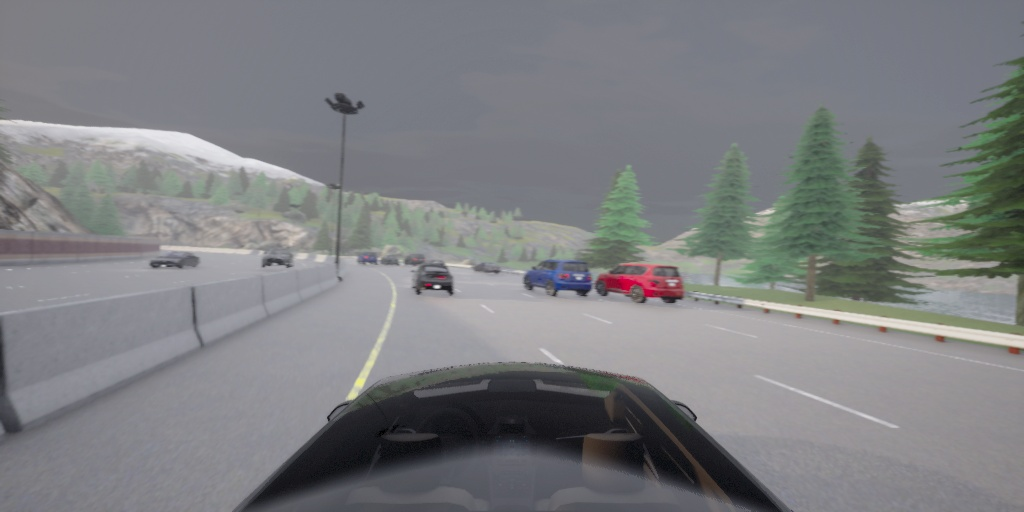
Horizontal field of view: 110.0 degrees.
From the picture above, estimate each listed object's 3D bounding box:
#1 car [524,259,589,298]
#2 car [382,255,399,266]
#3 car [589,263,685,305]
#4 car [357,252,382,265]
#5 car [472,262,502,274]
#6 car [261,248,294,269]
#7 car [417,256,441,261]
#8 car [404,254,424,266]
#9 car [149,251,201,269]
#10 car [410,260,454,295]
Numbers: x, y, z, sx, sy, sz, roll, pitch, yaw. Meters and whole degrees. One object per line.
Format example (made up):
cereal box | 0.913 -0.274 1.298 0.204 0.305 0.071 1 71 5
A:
car | 2.586 1.243 21.212 2.150 2.045 5.566 3 -1 -20
car | -19.962 0.643 58.374 2.097 1.767 4.553 3 0 -34
car | 6.776 1.424 19.612 2.150 2.045 5.566 3 0 -18
car | -22.845 0.365 56.656 2.150 2.045 5.566 3 -1 -35
car | -3.179 1.493 44.409 2.033 1.411 5.357 3 -1 -29
car | -21.171 0.101 32.583 2.097 1.767 4.553 3 -1 -26
car | -8.157 1.156 37.889 2.128 1.511 4.902 3 -1 -26
car | -15.975 0.697 58.993 2.150 2.045 5.566 3 -1 -35
car | -27.471 0.331 29.492 2.033 1.411 5.357 3 -1 -26
car | -4.323 1.197 19.360 1.837 1.490 4.892 3 -1 -19
